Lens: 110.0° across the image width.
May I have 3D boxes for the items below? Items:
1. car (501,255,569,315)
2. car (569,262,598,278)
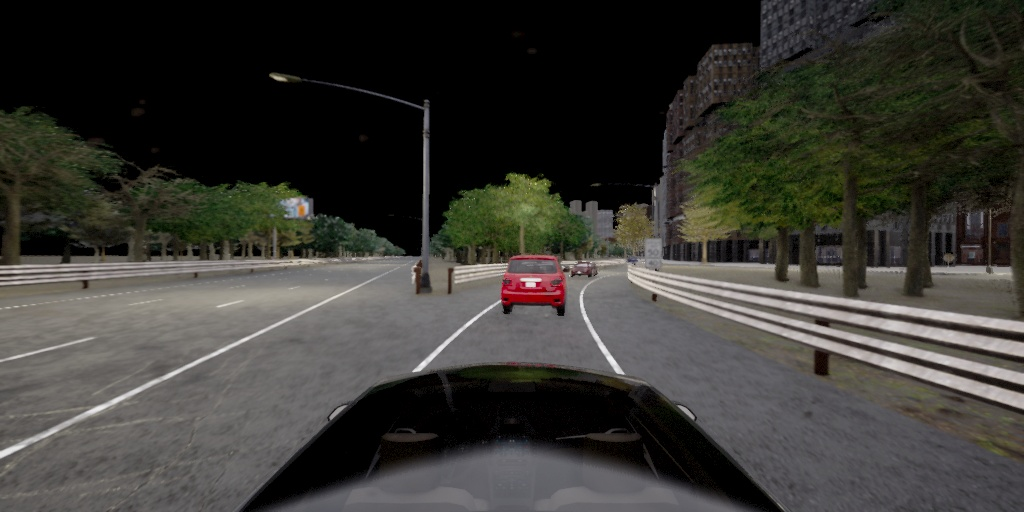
[{"bbox_3d":[1.009,0.999,13.889,2.150,2.045,5.566,0,0,9],"label":"car"},{"bbox_3d":[7.002,1.307,34.543,1.812,1.442,4.674,0,0,23],"label":"car"}]
